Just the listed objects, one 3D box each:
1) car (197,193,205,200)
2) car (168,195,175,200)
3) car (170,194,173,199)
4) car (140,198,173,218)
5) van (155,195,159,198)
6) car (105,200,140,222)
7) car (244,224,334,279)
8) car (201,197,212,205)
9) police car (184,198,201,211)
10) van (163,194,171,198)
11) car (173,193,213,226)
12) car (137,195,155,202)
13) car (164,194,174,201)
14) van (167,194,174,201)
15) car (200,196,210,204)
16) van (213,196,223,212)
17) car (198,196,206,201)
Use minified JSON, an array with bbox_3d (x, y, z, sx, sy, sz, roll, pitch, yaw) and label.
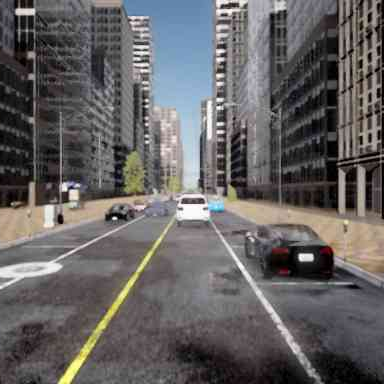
[{"bbox_3d":[2.560,1.324,94.902,2.192,1.841,5.009,0,0,0],"label":"car"},{"bbox_3d":[-5.821,1.553,94.892,1.887,1.381,4.507,0,0,0],"label":"car"},{"bbox_3d":[-3.099,1.537,72.108,1.812,1.442,4.674,0,0,0],"label":"car"},{"bbox_3d":[-3.141,1.562,30.763,2.033,1.411,5.357,0,0,0],"label":"car"},{"bbox_3d":[-5.760,1.360,49.546,1.690,1.788,3.998,0,0,0],"label":"van"},{"bbox_3d":[-5.729,1.579,26.873,1.947,1.339,4.313,0,0,0],"label":"car"},{"bbox_3d":[2.675,1.571,9.879,1.947,1.339,4.313,0,0,0],"label":"car"},{"bbox_3d":[2.606,1.565,60.894,1.887,1.381,4.507,0,0,0],"label":"car"},{"bbox_3d":[0.043,1.523,42.258,2.038,1.542,4.974,0,0,0],"label":"police car"},{"bbox_3d":[-5.798,1.360,77.887,1.690,1.788,3.998,0,0,0],"label":"van"},{"bbox_3d":[0.068,1.234,23.541,2.150,2.045,5.566,0,0,0],"label":"car"},{"bbox_3d":[-5.745,1.457,38.210,1.967,1.590,4.097,0,0,0],"label":"car"},{"bbox_3d":[-5.805,1.331,83.555,2.192,1.841,5.009,0,0,0],"label":"car"},{"bbox_3d":[-5.813,1.354,89.224,1.690,1.788,3.998,0,0,0],"label":"van"},{"bbox_3d":[2.598,1.587,66.561,1.947,1.339,4.313,0,0,0],"label":"car"},{"bbox_3d":[2.636,1.358,38.220,1.690,1.788,3.998,0,0,0],"label":"van"},{"bbox_3d":[2.575,1.598,83.566,1.802,1.307,4.206,0,0,0],"label":"car"}]
